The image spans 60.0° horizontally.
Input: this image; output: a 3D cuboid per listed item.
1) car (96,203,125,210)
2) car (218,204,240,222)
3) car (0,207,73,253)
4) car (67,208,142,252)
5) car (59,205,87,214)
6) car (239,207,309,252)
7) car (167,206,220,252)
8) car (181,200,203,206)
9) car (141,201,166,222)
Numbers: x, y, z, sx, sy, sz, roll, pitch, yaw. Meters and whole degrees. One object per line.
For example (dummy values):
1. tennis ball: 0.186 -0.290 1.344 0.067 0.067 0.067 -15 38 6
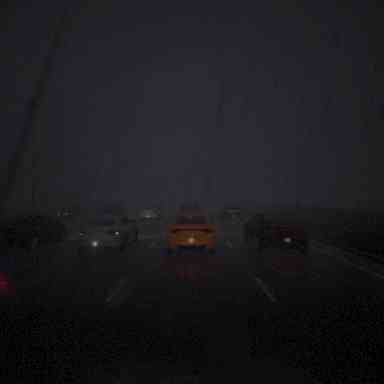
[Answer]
1. car: -7.109 1.756 29.491 1.882 1.535 5.008 0 0 0
2. car: 3.390 1.769 29.365 2.128 1.511 4.902 0 0 0
3. car: -7.031 1.643 14.314 1.837 1.490 4.892 0 0 0
4. car: -3.531 1.662 14.412 1.812 1.442 4.674 0 0 0
5. car: -10.612 1.820 28.980 2.033 1.411 5.357 0 -1 0
6. car: 3.469 1.615 14.550 1.882 1.535 5.008 0 0 0
7. car: -0.031 1.615 14.524 1.882 1.535 5.008 0 0 0
8. car: -0.110 1.784 29.358 1.837 1.490 4.892 0 0 0
9. car: -3.610 1.803 29.408 1.812 1.442 4.674 0 0 0
